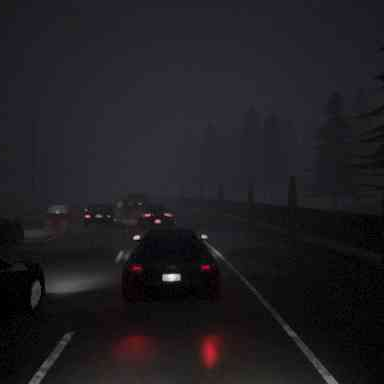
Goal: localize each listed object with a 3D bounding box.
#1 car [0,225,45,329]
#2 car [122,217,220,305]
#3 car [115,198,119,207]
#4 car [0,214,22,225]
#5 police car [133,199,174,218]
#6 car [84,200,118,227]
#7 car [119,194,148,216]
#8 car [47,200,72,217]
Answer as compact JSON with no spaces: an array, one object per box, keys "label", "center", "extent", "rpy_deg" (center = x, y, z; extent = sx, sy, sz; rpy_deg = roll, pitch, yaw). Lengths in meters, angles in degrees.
[{"label":"car","center":[-3.715,1.496,4.620],"extent":[1.837,1.490,4.892],"rpy_deg":[0,0,-3]},{"label":"car","center":[-0.515,1.551,8.178],"extent":[1.994,1.385,4.181],"rpy_deg":[0,0,-4]},{"label":"car","center":[-9.280,1.392,43.097],"extent":[1.801,1.575,5.366],"rpy_deg":[0,0,-21]},{"label":"car","center":[-8.003,1.473,12.490],"extent":[2.128,1.511,4.902],"rpy_deg":[0,0,-7]},{"label":"police car","center":[-2.395,1.471,20.844],"extent":[2.038,1.542,4.974],"rpy_deg":[0,0,-12]},{"label":"car","center":[-6.260,1.513,22.566],"extent":[2.033,1.411,5.357],"rpy_deg":[0,0,-13]},{"label":"car","center":[-5.537,1.171,32.639],"extent":[2.150,2.045,5.566],"rpy_deg":[0,0,-18]},{"label":"car","center":[-12.135,1.480,30.416],"extent":[1.812,1.442,4.674],"rpy_deg":[0,0,-18]}]
